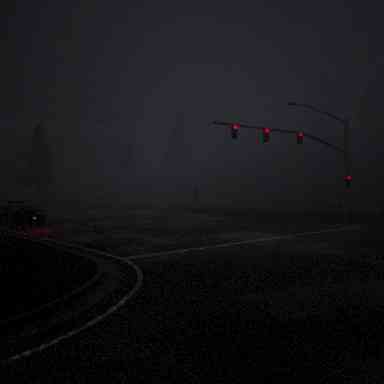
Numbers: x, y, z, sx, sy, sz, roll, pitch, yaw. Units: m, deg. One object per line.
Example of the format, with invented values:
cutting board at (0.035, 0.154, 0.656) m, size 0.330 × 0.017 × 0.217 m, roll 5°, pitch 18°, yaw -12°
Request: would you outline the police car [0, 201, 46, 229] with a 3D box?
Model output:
police car at (-11.730, 1.426, 22.075) m, size 5.238 × 1.638 × 1.930 m, roll 0°, pitch -1°, yaw 38°
